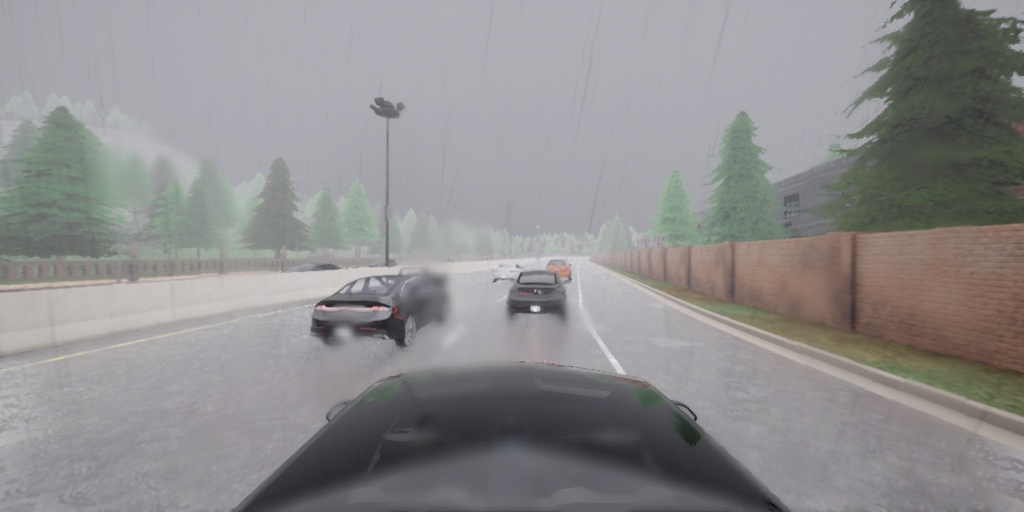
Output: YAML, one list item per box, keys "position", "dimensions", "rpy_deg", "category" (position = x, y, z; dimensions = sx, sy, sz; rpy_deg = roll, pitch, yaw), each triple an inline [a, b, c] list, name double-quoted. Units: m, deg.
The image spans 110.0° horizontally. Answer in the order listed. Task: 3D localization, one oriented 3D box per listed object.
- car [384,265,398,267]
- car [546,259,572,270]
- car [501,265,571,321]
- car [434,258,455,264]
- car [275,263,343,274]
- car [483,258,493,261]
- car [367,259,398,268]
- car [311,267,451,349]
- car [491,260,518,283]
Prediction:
- position: [-5.010, 1.287, 19.835]
  dimensions: [1.895, 1.301, 4.718]
  rpy_deg: [0, 0, 10]
  category: "car"
- position: [3.928, 1.056, 30.236]
  dimensions: [2.097, 1.767, 4.553]
  rpy_deg: [0, 0, 10]
  category: "car"
- position: [0.982, 1.231, 12.546]
  dimensions: [1.837, 1.490, 4.892]
  rpy_deg: [0, 0, 7]
  category: "car"
- position: [-9.931, 1.082, 52.932]
  dimensions: [2.128, 1.511, 4.902]
  rpy_deg: [0, 0, 11]
  category: "car"
- position: [-12.056, 1.156, 21.483]
  dimensions: [1.837, 1.490, 4.892]
  rpy_deg: [0, 0, 10]
  category: "car"
- position: [-4.224, 1.122, 64.812]
  dimensions: [2.128, 1.511, 4.902]
  rpy_deg: [0, 0, 10]
  category: "car"
- position: [-15.326, 1.094, 42.866]
  dimensions: [1.837, 1.490, 4.892]
  rpy_deg: [0, 0, 11]
  category: "car"
- position: [-2.913, 1.212, 9.082]
  dimensions: [2.128, 1.511, 4.902]
  rpy_deg: [0, 0, 5]
  category: "car"
- position: [-0.202, 1.218, 27.075]
  dimensions: [1.812, 1.442, 4.674]
  rpy_deg: [0, 0, 10]
  category: "car"
